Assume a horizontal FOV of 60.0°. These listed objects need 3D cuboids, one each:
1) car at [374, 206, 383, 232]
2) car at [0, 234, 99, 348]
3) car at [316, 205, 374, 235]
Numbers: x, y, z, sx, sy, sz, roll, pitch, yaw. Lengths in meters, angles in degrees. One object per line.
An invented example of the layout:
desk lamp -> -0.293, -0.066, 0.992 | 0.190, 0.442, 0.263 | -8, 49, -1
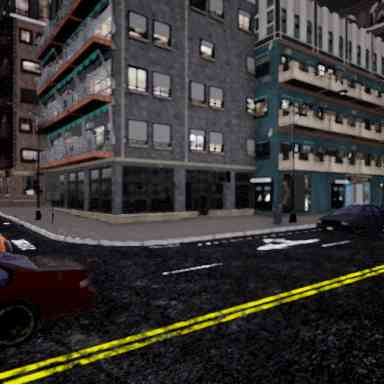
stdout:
car -> 10.735, 1.340, 15.333 | 5.008, 1.535, 1.882 | -1, 0, -35
car -> -4.161, 1.553, 4.711 | 5.357, 1.411, 2.033 | -1, 0, -35
car -> 9.038, 1.408, 18.116 | 5.357, 1.411, 2.033 | -1, 0, -35
